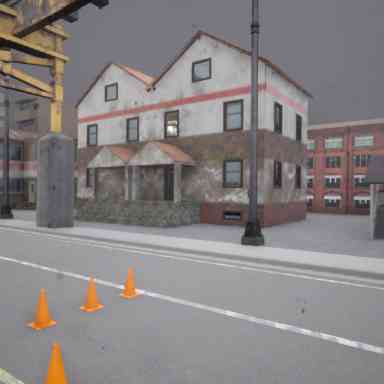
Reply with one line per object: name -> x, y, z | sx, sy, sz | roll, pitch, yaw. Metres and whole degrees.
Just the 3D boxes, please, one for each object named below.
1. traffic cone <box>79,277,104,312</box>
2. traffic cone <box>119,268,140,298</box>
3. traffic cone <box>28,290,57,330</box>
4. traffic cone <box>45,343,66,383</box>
traffic cone -> -1.943, 1.949, 6.428 | 0.340, 0.580, 0.340 | 0, 0, 36
traffic cone -> -1.358, 1.949, 7.239 | 0.340, 0.580, 0.340 | 0, 0, 36
traffic cone -> -2.528, 1.949, 5.617 | 0.340, 0.580, 0.340 | 0, 0, 36
traffic cone -> -1.492, 1.952, 3.636 | 0.340, 0.580, 0.340 | 0, 0, 36
